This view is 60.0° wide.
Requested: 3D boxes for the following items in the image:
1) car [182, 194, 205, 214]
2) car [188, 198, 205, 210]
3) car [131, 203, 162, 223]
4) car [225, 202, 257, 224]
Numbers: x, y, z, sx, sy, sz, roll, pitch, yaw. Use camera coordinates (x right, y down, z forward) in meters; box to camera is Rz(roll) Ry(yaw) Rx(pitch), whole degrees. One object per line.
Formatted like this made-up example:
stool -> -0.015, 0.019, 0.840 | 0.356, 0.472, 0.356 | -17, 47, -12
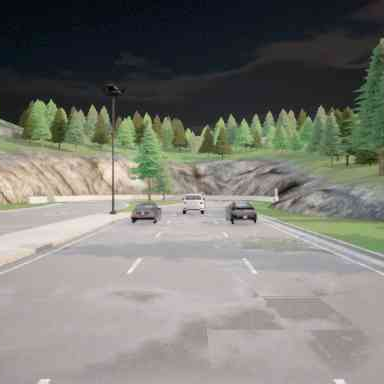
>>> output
car -> 0.151, 1.221, 35.178 | 2.150, 2.045, 5.566 | 0, 0, 0
car -> 0.655, 1.564, 44.524 | 1.994, 1.385, 4.181 | 0, 0, 6
car -> -3.391, 1.547, 25.422 | 2.033, 1.411, 5.357 | 0, 0, 0
car -> 3.608, 1.490, 24.864 | 2.128, 1.511, 4.902 | 0, 0, 0
